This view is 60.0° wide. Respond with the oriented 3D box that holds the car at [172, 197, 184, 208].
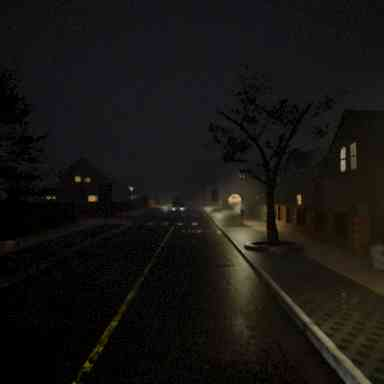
[{"bbox_3d":[-2.742,2.022,65.951,2.150,2.045,5.566,0,-1,0],"label":"car"}]
